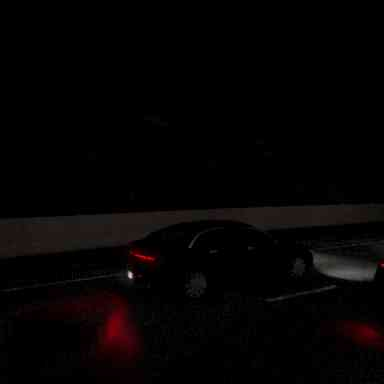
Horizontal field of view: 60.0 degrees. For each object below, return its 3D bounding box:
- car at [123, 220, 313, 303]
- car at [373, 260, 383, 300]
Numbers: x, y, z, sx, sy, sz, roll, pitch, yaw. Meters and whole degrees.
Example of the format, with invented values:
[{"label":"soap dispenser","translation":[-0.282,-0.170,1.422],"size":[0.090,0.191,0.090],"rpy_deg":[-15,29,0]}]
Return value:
[{"label":"car","translation":[0.814,1.443,8.058],"size":[4.892,1.490,1.837],"rpy_deg":[0,0,-30]},{"label":"car","translation":[5.615,1.515,6.686],"size":[4.181,1.385,1.994],"rpy_deg":[0,0,-30]}]
